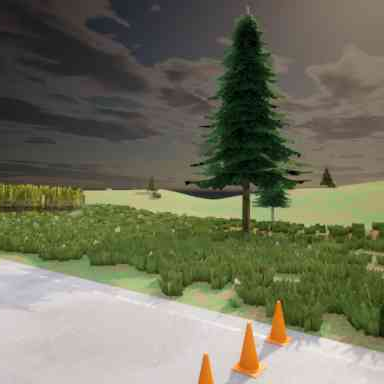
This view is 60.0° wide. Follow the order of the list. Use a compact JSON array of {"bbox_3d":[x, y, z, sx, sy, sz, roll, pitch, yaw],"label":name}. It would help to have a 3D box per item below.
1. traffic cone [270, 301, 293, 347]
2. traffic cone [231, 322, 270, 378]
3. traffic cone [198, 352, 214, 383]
[{"bbox_3d":[1.314,1.955,5.053,0.340,0.580,0.340,0,0,36],"label":"traffic cone"},{"bbox_3d":[0.729,1.955,4.242,0.340,0.580,0.340,0,0,36],"label":"traffic cone"},{"bbox_3d":[0.145,1.955,3.431,0.340,0.580,0.340,0,0,36],"label":"traffic cone"}]
